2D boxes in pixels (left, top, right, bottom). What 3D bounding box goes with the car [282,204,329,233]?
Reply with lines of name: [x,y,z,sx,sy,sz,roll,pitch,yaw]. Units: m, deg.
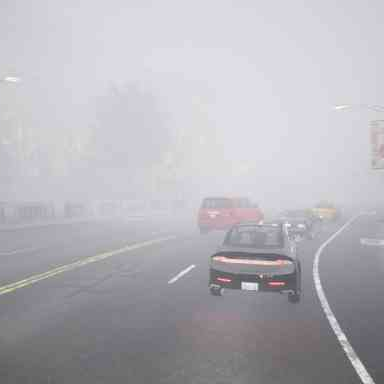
car: [5.551,1.547,17.309,2.033,1.411,5.357,0,0,29]

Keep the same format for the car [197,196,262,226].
car: [2.273,1.224,18.510,2.150,2.045,5.566,0,0,28]

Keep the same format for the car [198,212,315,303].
car: [1.691,1.492,8.355,2.128,1.511,4.902,0,0,15]

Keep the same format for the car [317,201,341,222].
car: [10.572,1.456,26.265,1.801,1.575,5.366,0,0,30]
